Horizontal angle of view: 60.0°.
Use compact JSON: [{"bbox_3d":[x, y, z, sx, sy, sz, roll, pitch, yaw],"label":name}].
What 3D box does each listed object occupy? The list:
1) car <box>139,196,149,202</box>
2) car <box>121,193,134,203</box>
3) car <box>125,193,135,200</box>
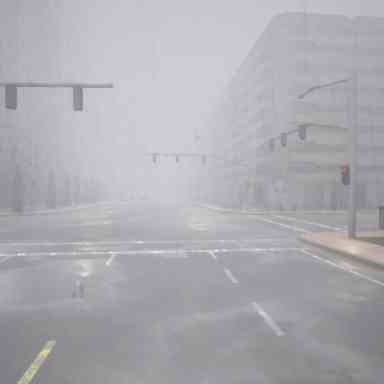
[{"bbox_3d":[-11.102,1.528,77.178,1.994,1.385,4.181,0,0,-6],"label":"car"},{"bbox_3d":[-13.940,1.458,70.412,1.812,1.442,4.674,0,0,-6],"label":"car"},{"bbox_3d":[-14.839,1.090,79.364,1.882,1.535,5.008,0,0,-6],"label":"car"}]
